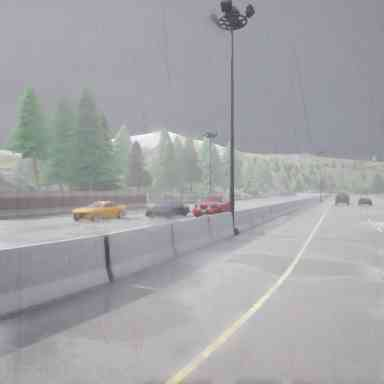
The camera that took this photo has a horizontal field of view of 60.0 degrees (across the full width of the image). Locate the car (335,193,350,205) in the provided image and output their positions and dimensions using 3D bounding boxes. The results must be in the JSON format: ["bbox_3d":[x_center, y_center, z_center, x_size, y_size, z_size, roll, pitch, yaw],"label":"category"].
[{"bbox_3d":[25.911,1.221,57.363,2.150,2.045,5.566,0,0,24],"label":"car"}]

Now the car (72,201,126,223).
[{"bbox_3d":[-7.172,1.477,26.103,1.882,1.535,5.008,0,0,24],"label":"car"}]

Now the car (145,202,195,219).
[{"bbox_3d":[-1.975,1.548,29.118,2.033,1.411,5.357,0,0,24],"label":"car"}]

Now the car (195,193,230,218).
[{"bbox_3d":[2.036,1.223,29.491,2.150,2.045,5.566,0,0,24],"label":"car"}]

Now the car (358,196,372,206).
[{"bbox_3d":[29.398,1.491,56.597,2.128,1.511,4.902,0,0,24],"label":"car"}]
